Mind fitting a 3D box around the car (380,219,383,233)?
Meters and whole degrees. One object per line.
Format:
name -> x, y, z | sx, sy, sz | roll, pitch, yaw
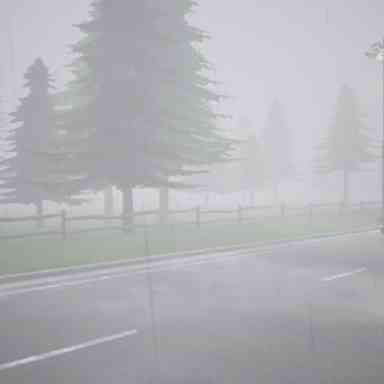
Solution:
car -> 11.172, 1.490, 16.048 | 5.357, 1.411, 2.033 | 0, 0, -35
